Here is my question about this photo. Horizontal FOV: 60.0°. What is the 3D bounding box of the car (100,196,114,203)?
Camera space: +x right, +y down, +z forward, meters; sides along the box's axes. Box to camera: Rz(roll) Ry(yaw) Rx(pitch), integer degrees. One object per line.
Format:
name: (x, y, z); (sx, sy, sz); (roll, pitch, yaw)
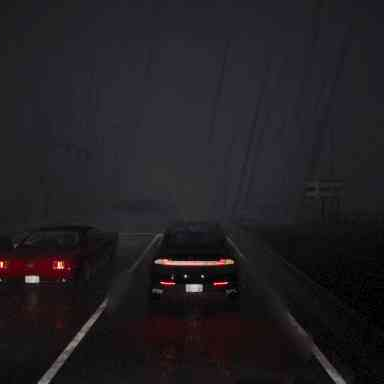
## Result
car: (-18.477, 1.524, 72.196); (1.812, 1.442, 4.674); (0, 0, 0)

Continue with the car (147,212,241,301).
car: (0.060, 1.492, 8.329); (2.128, 1.511, 4.902); (0, 0, 0)

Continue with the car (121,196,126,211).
car: (-4.691, 1.477, 35.677); (5.008, 1.535, 1.882); (0, 0, -1)

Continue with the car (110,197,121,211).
car: (-7.022, 1.564, 39.151); (4.181, 1.385, 1.994); (0, 0, -1)

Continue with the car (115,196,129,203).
car: (-14.977, 1.552, 71.518); (1.994, 1.385, 4.181); (0, 0, 0)

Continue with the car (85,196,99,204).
car: (-18.480, 1.477, 62.095); (1.882, 1.535, 5.008); (0, 0, 0)

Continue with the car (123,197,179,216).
car: (-3.733, 1.477, 32.186); (5.008, 1.535, 1.882); (0, 0, -1)

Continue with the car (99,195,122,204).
car: (-14.982, 1.352, 61.480); (2.097, 1.767, 4.553); (0, 0, 0)

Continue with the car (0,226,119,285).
car: (-3.432, 1.601, 9.415); (1.895, 1.301, 4.718); (0, 0, 0)
